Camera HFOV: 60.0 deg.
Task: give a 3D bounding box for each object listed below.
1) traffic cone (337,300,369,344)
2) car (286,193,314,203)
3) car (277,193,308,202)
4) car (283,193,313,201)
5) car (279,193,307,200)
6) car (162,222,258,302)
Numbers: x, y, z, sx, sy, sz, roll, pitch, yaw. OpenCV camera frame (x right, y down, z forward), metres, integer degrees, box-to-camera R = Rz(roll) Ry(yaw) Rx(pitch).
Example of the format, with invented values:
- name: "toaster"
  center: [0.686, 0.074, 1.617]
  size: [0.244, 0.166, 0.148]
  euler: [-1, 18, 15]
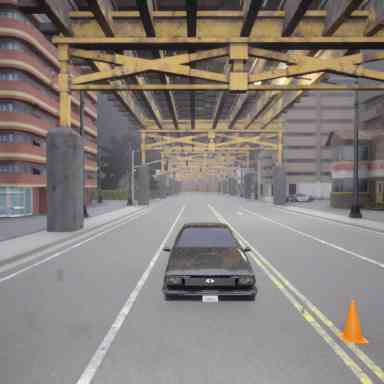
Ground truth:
- name: "traffic cone"
  center: [2.455, 1.949, 5.076]
  size: [0.340, 0.580, 0.340]
  euler: [0, 0, 0]
- name: "car"
  center: [17.480, 1.007, 54.792]
  size: [4.974, 1.542, 2.038]
  euler: [0, 1, -20]
- name: "car"
  center: [17.829, 0.960, 58.949]
  size: [4.974, 1.542, 2.038]
  euler: [0, 1, 25]
- name: "car"
  center: [17.529, 0.849, 54.808]
  size: [4.536, 1.218, 1.853]
  euler: [0, 1, -20]
- name: "car"
  center: [17.876, 0.802, 58.925]
  size: [4.536, 1.218, 1.853]
  euler: [0, 1, 25]
- name: "car"
  center: [0.364, 1.534, 8.684]
  size: [2.033, 1.411, 5.357]
  euler: [0, 0, 1]
